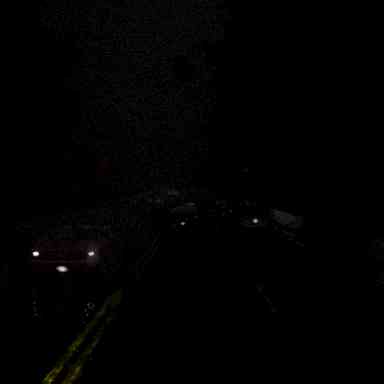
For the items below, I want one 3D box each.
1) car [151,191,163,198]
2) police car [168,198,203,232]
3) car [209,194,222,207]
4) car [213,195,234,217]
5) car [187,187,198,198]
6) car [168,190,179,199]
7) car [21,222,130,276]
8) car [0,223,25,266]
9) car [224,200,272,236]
[{"bbox_3d":[-6.535,0.408,62.125,1.895,1.301,4.718,0,2,1],"label":"car"},{"bbox_3d":[-0.375,1.493,20.901,1.930,1.638,5.238,0,1,3],"label":"police car"},{"bbox_3d":[3.248,1.041,41.247,1.837,1.490,4.892,0,2,0],"label":"car"},{"bbox_3d":[3.248,1.372,30.254,1.882,1.535,5.008,0,2,0],"label":"car"},{"bbox_3d":[0.075,0.357,61.376,1.812,1.442,4.674,0,2,0],"label":"car"},{"bbox_3d":[-3.300,0.350,60.153,1.882,1.535,5.008,0,2,0],"label":"car"},{"bbox_3d":[-3.351,1.702,10.821,1.895,1.301,4.718,0,0,0],"label":"car"},{"bbox_3d":[-6.601,1.663,10.393,1.994,1.385,4.181,0,0,0],"label":"car"},{"bbox_3d":[3.249,1.514,19.266,2.033,1.649,4.856,0,1,0],"label":"car"}]
